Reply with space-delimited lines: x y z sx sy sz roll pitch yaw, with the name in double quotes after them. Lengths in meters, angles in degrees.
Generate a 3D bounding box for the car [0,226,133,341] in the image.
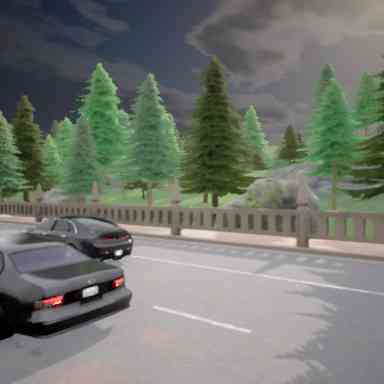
-3.584 1.569 6.528 5.357 1.411 2.033 0 0 36 "car"

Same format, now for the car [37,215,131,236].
-4.126 1.537 11.221 4.892 1.490 1.837 0 0 36 "car"
